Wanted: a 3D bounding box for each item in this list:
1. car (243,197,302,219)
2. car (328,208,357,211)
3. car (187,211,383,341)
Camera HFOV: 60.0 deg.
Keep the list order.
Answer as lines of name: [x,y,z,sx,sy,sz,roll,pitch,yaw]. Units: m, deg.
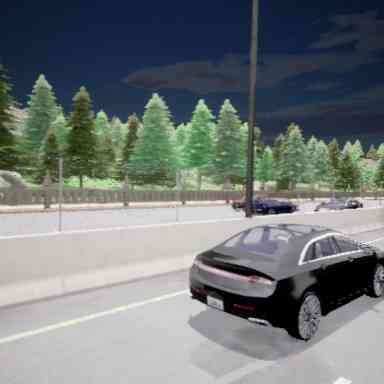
car: [5.998,1.107,24.513,4.718,1.301,1.895,0,2,-43]
car: [10.736,1.139,24.118,4.902,1.511,2.128,0,2,-43]
car: [2.119,1.368,6.373,4.902,1.511,2.128,0,2,-43]
